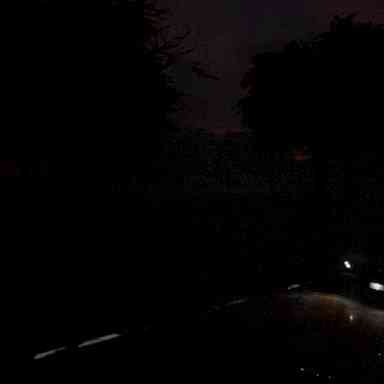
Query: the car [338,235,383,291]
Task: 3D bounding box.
[{"bbox_3d":[5.837,1.452,8.124,5.357,1.411,2.033,-1,0,-35],"label":"car"}]
